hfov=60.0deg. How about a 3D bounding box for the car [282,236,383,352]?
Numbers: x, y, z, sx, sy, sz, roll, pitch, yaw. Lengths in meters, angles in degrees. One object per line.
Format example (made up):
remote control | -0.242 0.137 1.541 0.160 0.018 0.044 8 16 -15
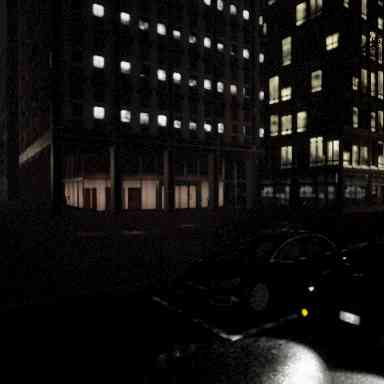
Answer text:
car | 3.745 1.541 5.793 4.181 1.385 1.994 0 0 -38

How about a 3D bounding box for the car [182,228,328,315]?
car | 1.829 1.530 7.421 4.403 1.369 2.008 0 0 -36
